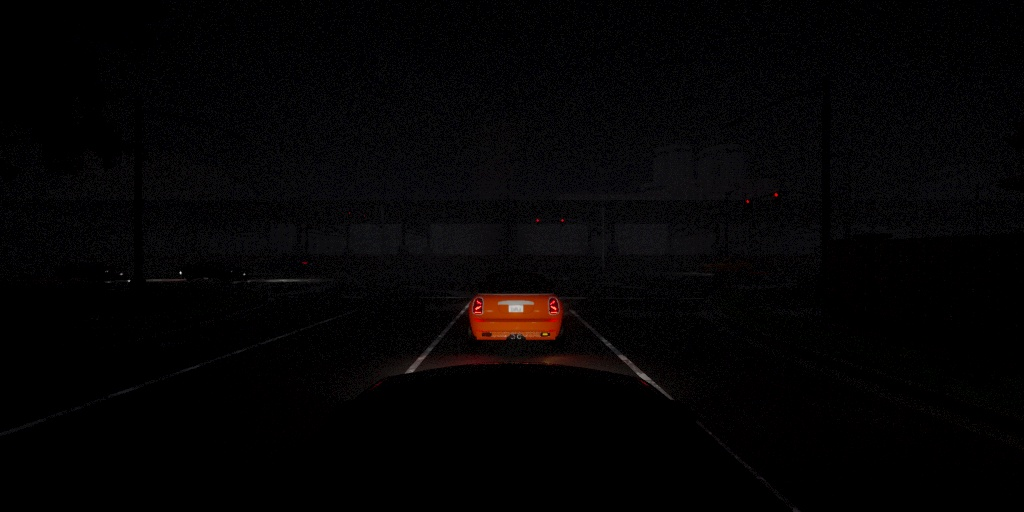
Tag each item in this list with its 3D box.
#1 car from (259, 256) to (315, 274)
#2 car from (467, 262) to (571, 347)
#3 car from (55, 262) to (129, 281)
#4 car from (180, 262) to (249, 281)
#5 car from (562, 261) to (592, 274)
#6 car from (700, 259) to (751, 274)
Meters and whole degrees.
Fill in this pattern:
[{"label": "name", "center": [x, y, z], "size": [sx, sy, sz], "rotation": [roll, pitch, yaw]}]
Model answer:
[{"label": "car", "center": [-25.201, 0.971, 40.238], "size": [5.566, 2.045, 2.150], "rotation": [0, 0, 1]}, {"label": "car", "center": [0.081, 1.103, 9.502], "size": [2.097, 1.767, 4.553], "rotation": [0, 0, 0]}, {"label": "car", "center": [-34.853, 1.242, 29.842], "size": [4.902, 1.511, 2.128], "rotation": [0, 0, 2]}, {"label": "car", "center": [-24.460, 1.242, 29.537], "size": [4.902, 1.511, 2.128], "rotation": [0, 0, 1]}, {"label": "car", "center": [5.997, 1.281, 39.468], "size": [5.357, 1.411, 2.033], "rotation": [0, 0, 1]}, {"label": "car", "center": [23.212, 1.099, 39.037], "size": [5.008, 1.535, 1.882], "rotation": [-1, 0, 1]}]
